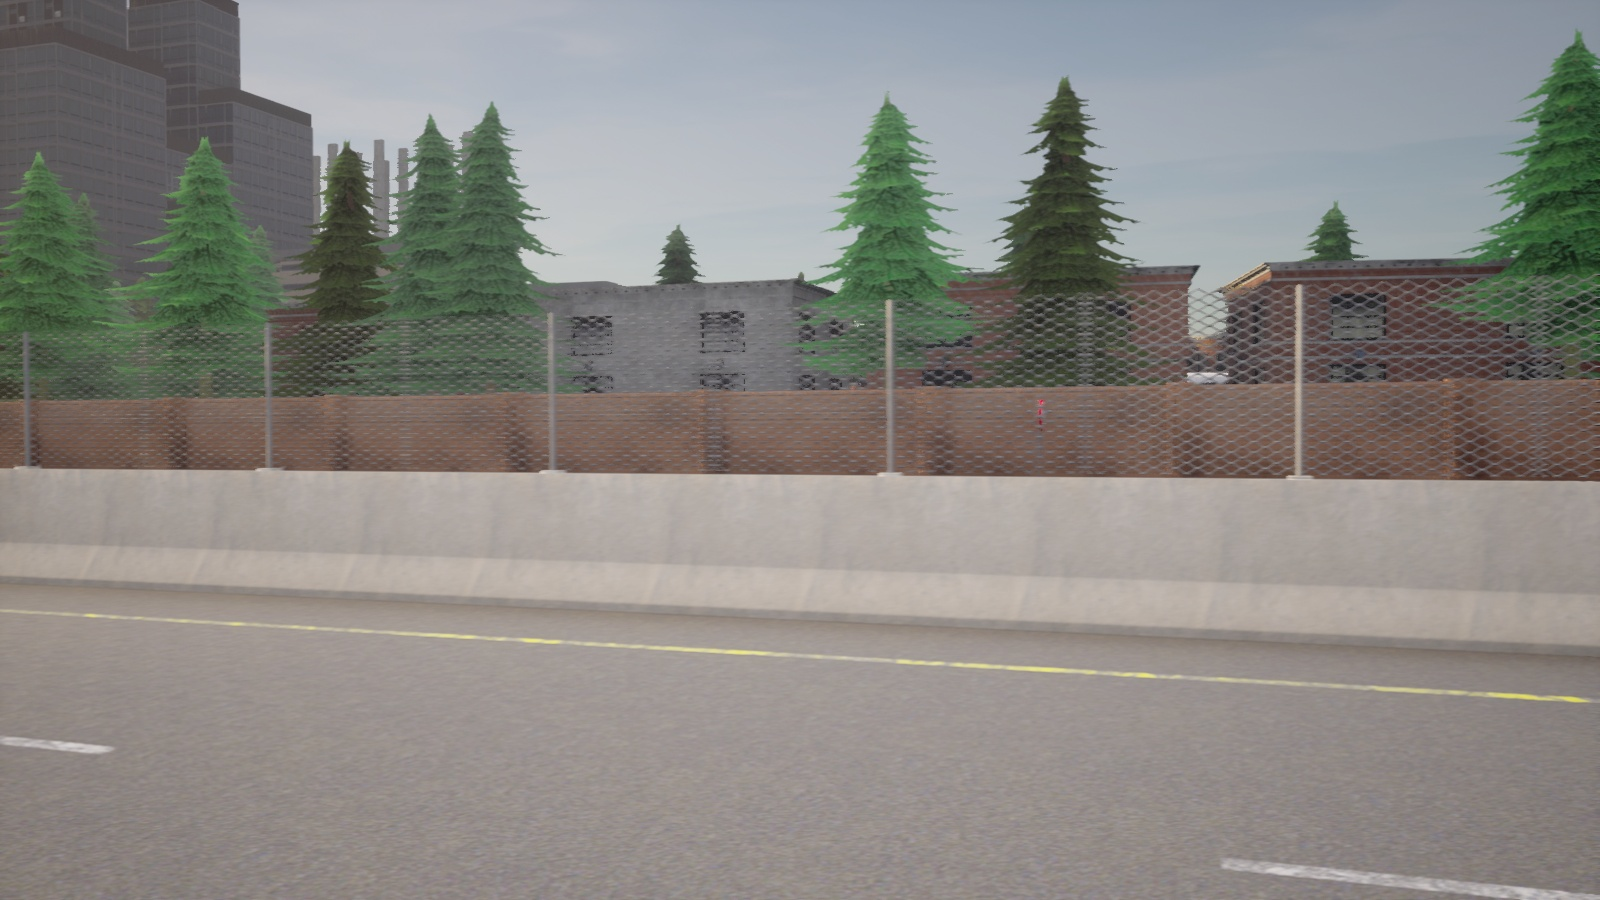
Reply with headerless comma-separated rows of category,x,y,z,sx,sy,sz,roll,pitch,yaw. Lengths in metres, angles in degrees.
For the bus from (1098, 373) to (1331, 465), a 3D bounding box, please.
bus,19.815,-1.489,60.853,10.273,4.253,3.944,0,1,11
